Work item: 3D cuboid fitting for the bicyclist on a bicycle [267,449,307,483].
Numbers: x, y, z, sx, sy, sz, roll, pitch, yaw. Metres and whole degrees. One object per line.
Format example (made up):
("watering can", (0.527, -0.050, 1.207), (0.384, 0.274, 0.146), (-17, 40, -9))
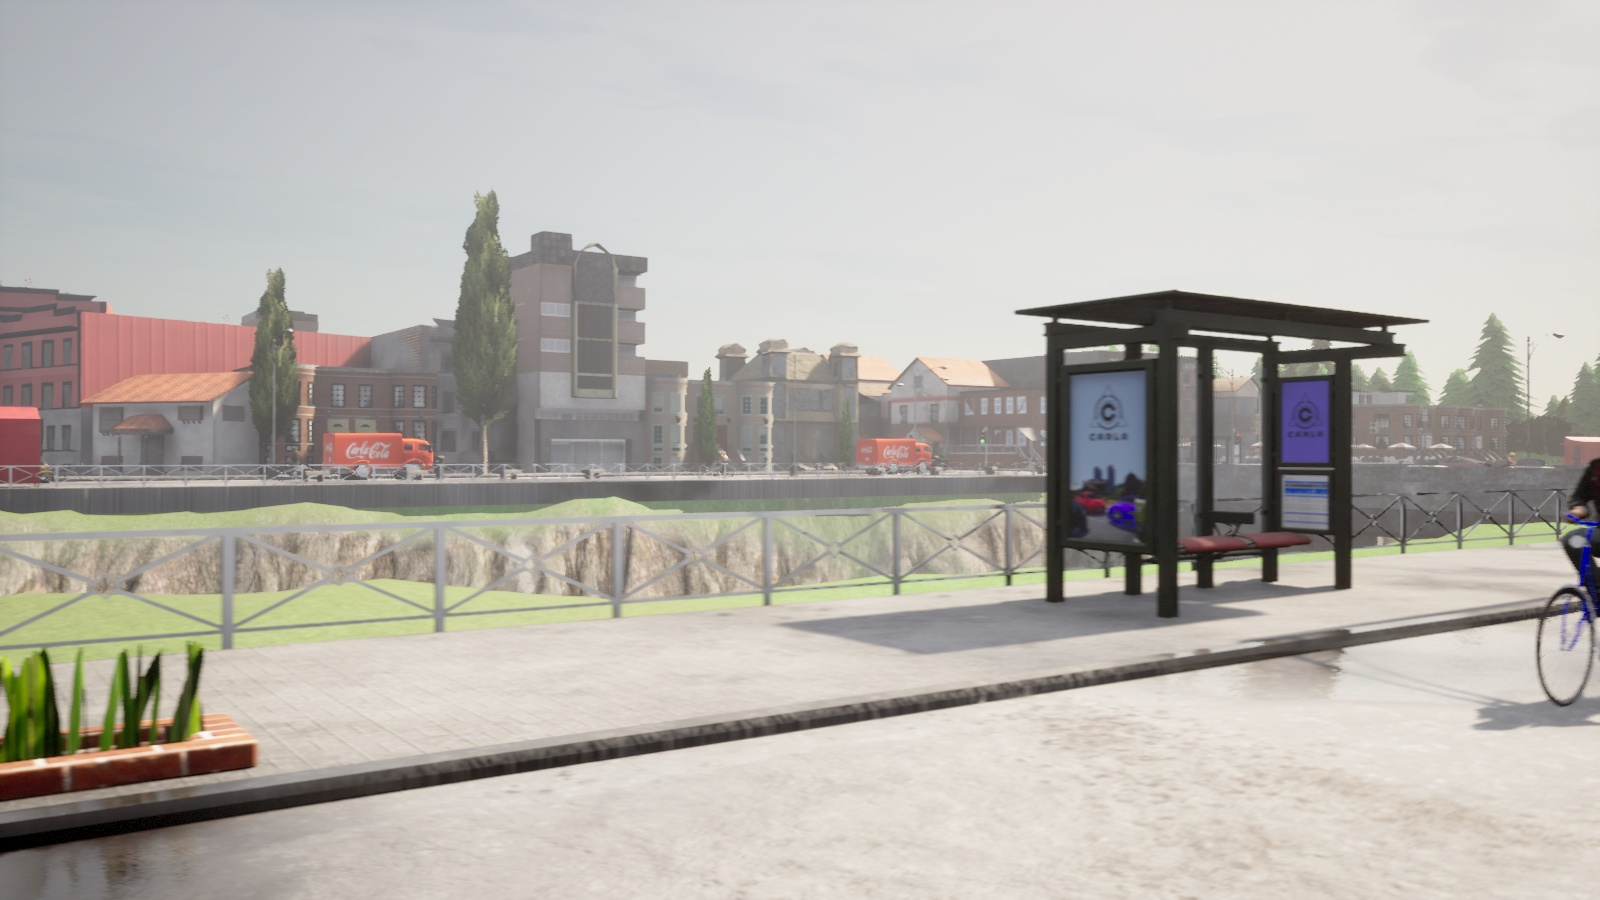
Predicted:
("bicyclist on a bicycle", (-26.821, 0.833, 65.658), (1.843, 1.776, 0.659), (0, 0, -35))

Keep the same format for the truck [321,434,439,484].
("truck", (-21.529, 0.462, 64.472), (5.204, 2.467, 2.627), (0, 0, -35))

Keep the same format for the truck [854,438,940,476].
("truck", (6.490, 0.453, 83.987), (5.204, 2.467, 2.627), (0, 0, -35))

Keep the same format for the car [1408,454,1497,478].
("car", (38.222, 0.908, 73.606), (1.994, 1.385, 4.181), (0, 0, -36))

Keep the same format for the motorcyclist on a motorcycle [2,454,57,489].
("motorcyclist on a motorcycle", (-34.167, 0.936, 55.667), (2.044, 1.523, 0.797), (0, 0, -35))

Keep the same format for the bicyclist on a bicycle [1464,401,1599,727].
("bicyclist on a bicycle", (4.850, 0.624, 7.644), (1.843, 1.776, 0.659), (0, 0, -35))
